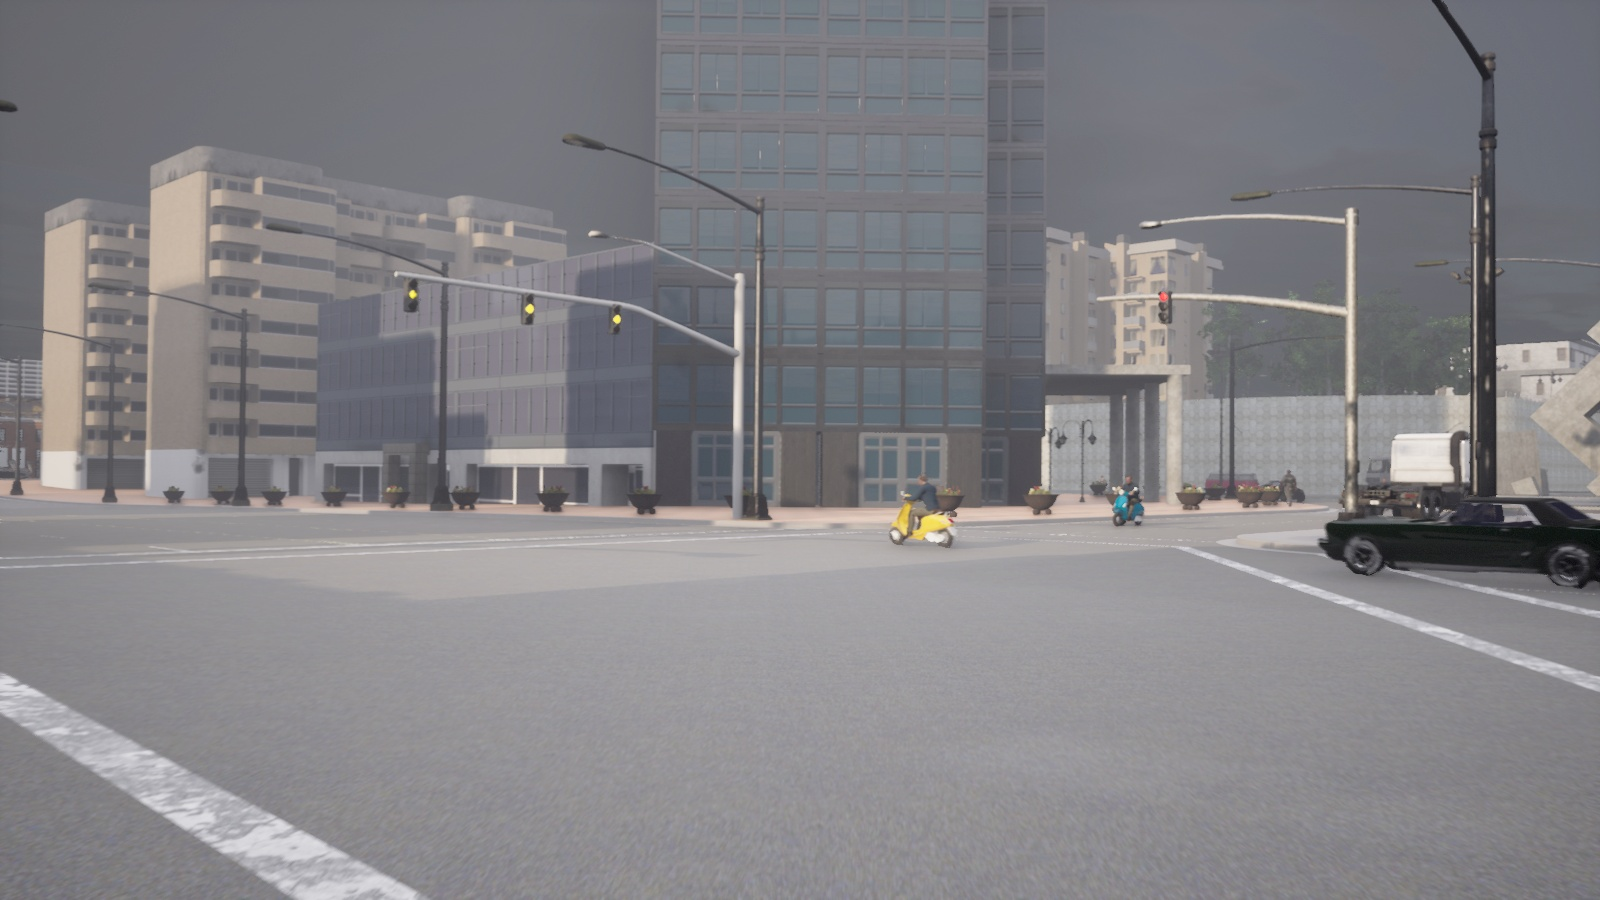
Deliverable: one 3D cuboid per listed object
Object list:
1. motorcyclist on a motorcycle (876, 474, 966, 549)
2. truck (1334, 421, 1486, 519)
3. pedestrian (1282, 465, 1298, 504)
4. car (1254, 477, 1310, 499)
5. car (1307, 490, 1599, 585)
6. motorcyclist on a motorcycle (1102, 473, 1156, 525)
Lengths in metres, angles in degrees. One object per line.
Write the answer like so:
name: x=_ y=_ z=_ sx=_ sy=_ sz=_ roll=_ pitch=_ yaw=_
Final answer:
motorcyclist on a motorcycle: x=2.639 y=1.314 z=27.526 sx=1.817 sy=1.590 sz=0.866 roll=-1 pitch=-2 yaw=43
truck: x=23.598 y=0.775 z=48.348 sx=2.891 sy=3.462 sz=7.936 roll=-1 pitch=-1 yaw=44
pedestrian: x=23.742 y=1.651 z=60.849 sx=0.563 sy=1.883 sz=0.849 roll=0 pitch=-1 yaw=9
car: x=30.832 y=2.430 z=80.481 sx=1.994 sy=1.385 sz=4.181 roll=0 pitch=-1 yaw=1
car: x=10.758 y=1.308 z=19.852 sx=4.718 sy=1.301 sz=1.895 roll=-1 pitch=-2 yaw=44
motorcyclist on a motorcycle: x=10.414 y=1.533 z=39.702 sx=0.866 sy=1.590 sz=1.817 roll=-1 pitch=-1 yaw=44
